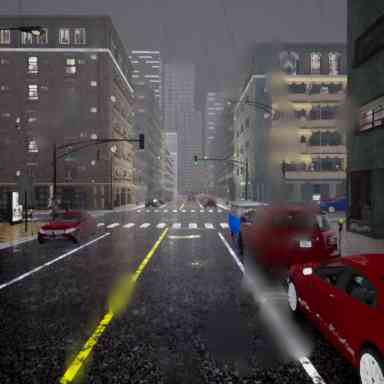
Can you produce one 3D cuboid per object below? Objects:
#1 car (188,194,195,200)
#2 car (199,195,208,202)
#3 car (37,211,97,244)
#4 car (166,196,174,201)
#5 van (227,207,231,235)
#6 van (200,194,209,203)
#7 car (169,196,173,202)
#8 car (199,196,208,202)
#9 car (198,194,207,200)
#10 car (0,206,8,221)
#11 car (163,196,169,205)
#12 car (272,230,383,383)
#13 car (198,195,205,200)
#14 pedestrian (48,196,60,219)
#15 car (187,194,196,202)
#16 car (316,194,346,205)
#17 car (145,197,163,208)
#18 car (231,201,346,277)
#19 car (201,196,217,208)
[{"bbox_3d":[-0.061,1.339,87.602,1.882,1.535,5.008,0,0,0],"label":"car"},{"bbox_3d":[2.647,1.572,53.666,1.947,1.339,4.313,0,0,0],"label":"car"},{"bbox_3d":[-5.708,1.580,15.743,1.802,1.307,4.206,0,0,0],"label":"car"},{"bbox_3d":[-5.758,1.610,86.813,1.802,1.307,4.206,0,0,0],"label":"car"},{"bbox_3d":[2.672,1.340,15.748,1.690,1.788,3.998,0,0,0],"label":"van"},{"bbox_3d":[2.633,1.357,70.236,1.690,1.788,3.998,0,0,0],"label":"van"},{"bbox_3d":[-5.750,1.564,75.766,1.887,1.381,4.507,0,0,0],"label":"car"},{"bbox_3d":[2.631,1.585,75.760,1.947,1.339,4.313,0,0,0],"label":"car"},{"bbox_3d":[2.639,1.557,64.713,1.887,1.381,4.507,0,0,0],"label":"car"},{"bbox_3d":[-17.628,1.809,29.253,4.181,1.385,1.994,-1,0,0],"label":"car"},{"bbox_3d":[-5.738,1.575,59.196,1.947,1.339,4.313,0,0,0],"label":"car"},{"bbox_3d":[2.681,1.544,4.692,1.887,1.381,4.507,0,0,0],"label":"car"},{"bbox_3d":[2.619,1.558,92.499,1.752,1.417,4.829,0,0,0],"label":"car"},{"bbox_3d":[-8.617,1.141,20.931,0.375,1.860,0.375,0,0,0],"label":"pedestrian"},{"bbox_3d":[-0.055,1.368,77.566,2.097,1.767,4.553,0,0,0],"label":"car"},{"bbox_3d":[14.919,1.226,32.710,5.008,1.535,1.882,-1,0,0],"label":"car"},{"bbox_3d":[-5.731,1.569,48.148,1.947,1.339,4.313,0,0,0],"label":"car"},{"bbox_3d":[2.675,1.314,10.220,2.192,1.841,5.009,0,0,0],"label":"car"},{"bbox_3d":[2.651,1.585,48.142,1.802,1.307,4.206,0,0,0],"label":"car"}]
